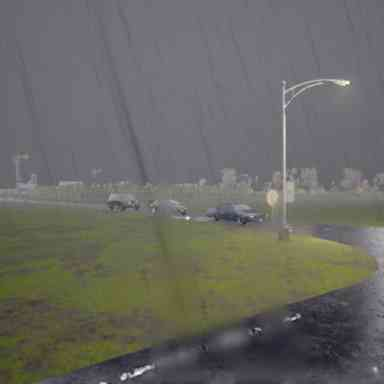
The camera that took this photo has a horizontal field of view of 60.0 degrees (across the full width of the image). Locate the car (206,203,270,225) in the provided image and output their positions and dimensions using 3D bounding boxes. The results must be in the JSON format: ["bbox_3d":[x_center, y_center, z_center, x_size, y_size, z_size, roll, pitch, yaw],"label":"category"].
[{"bbox_3d":[3.156,1.533,24.347,2.033,1.411,5.357,0,0,-33],"label":"car"}]

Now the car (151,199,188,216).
[{"bbox_3d":[-2.303,1.486,32.561,1.837,1.490,4.892,0,0,-35],"label":"car"}]

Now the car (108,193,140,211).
[{"bbox_3d":[-8.536,1.199,41.235,2.150,2.045,5.566,0,0,-37],"label":"car"}]
